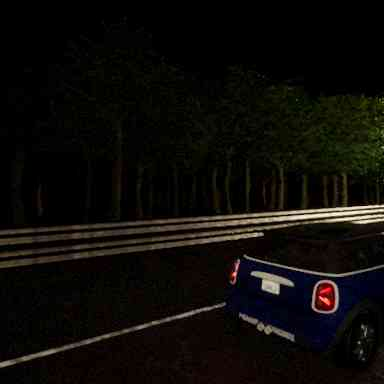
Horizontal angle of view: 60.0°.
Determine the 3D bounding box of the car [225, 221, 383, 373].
[{"bbox_3d":[2.799,1.311,5.838,4.553,1.767,2.097,0,0,-36],"label":"car"}]
